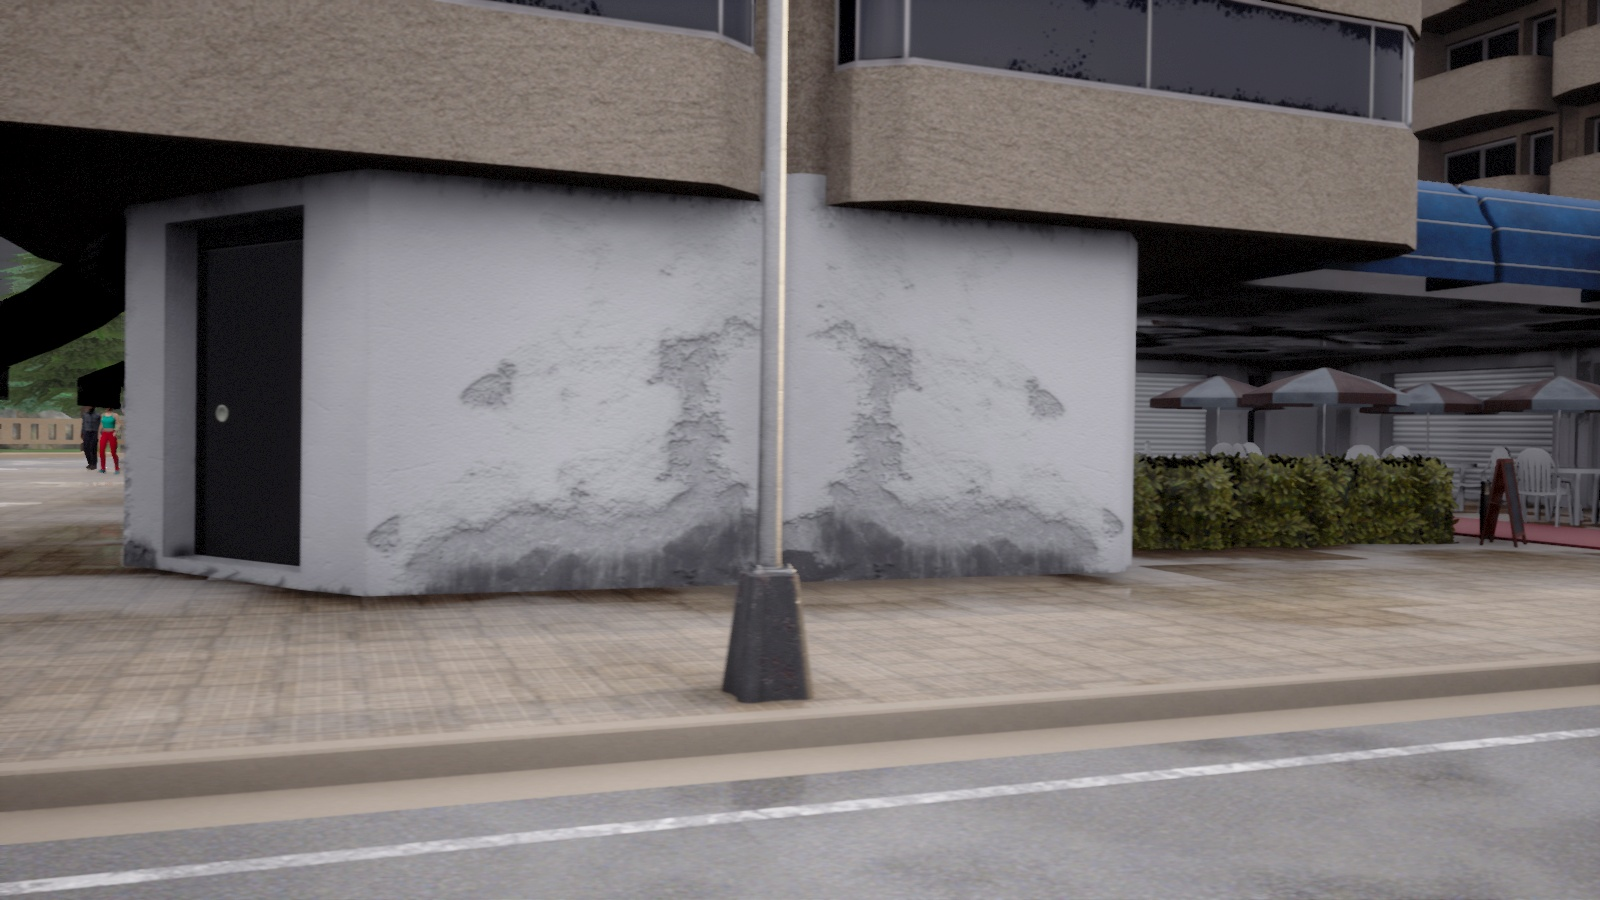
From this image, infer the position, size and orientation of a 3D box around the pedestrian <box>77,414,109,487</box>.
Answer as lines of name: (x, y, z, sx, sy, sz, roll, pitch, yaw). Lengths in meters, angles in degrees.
pedestrian: (-19.052, 0.017, 33.850, 0.423, 1.949, 0.788, 0, 1, -2)

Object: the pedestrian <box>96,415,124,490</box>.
pedestrian: (-17.122, 0.052, 31.159, 0.345, 1.836, 0.594, 0, 1, 1)
